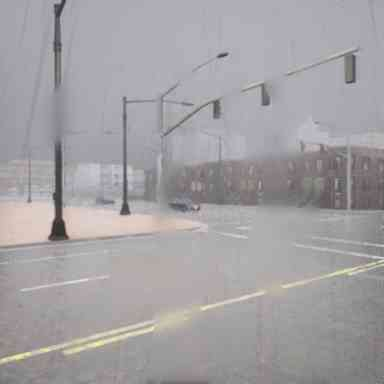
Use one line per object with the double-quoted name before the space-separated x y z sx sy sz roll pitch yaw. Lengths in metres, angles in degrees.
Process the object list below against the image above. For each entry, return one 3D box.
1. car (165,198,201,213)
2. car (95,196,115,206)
"car" -1.001 1.377 35.453 2.128 1.511 4.902 0 0 -36
"car" -14.004 1.364 53.607 1.882 1.535 5.008 0 0 -35
